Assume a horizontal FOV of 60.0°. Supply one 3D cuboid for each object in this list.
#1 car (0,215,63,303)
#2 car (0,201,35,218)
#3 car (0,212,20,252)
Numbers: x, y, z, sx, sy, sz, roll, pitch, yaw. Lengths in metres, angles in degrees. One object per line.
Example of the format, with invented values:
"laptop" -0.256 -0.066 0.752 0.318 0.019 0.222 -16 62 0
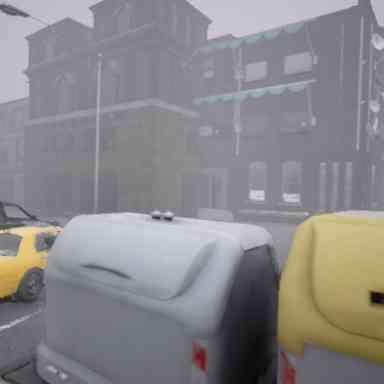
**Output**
"car" -3.740 1.503 8.349 1.946 1.575 5.366 0 -1 16
"car" -6.235 1.261 9.975 2.435 2.045 5.566 0 -1 16
"car" -8.681 1.554 11.715 2.002 1.452 4.674 1 -1 16
